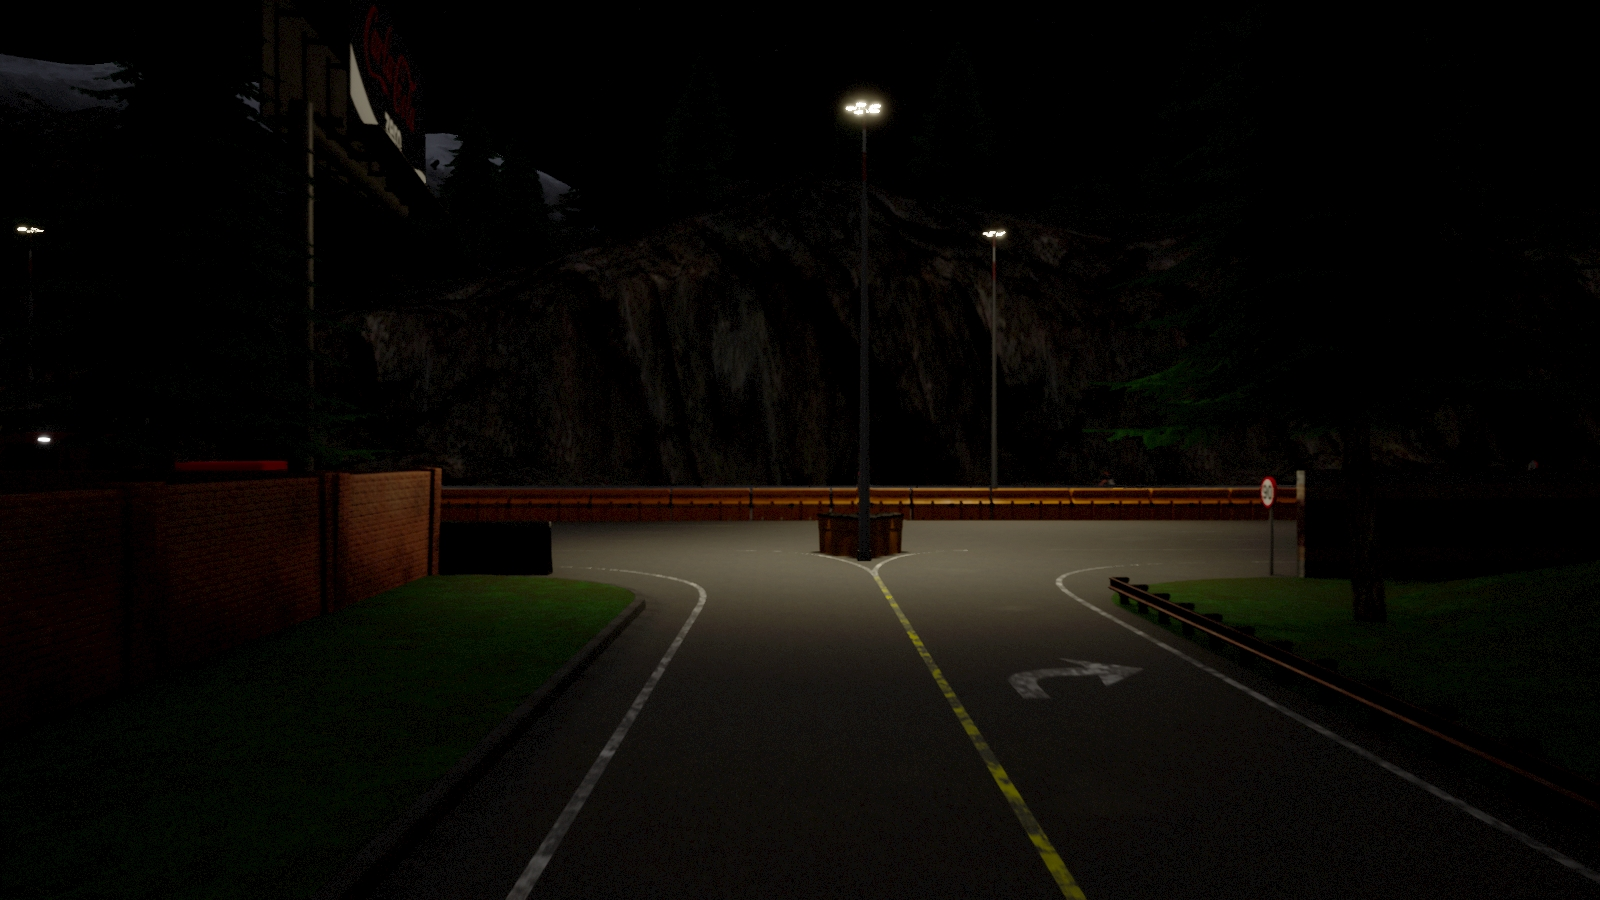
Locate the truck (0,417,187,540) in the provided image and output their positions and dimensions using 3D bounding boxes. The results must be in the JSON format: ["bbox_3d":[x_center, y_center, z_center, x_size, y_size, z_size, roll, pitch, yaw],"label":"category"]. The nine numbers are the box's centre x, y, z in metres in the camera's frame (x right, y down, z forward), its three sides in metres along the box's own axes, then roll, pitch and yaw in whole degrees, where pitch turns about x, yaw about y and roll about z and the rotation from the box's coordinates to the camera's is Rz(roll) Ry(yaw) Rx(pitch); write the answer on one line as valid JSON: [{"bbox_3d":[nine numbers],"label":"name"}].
[{"bbox_3d":[-24.837,0.890,36.926,8.468,3.827,2.891,0,0,-1],"label":"truck"}]
